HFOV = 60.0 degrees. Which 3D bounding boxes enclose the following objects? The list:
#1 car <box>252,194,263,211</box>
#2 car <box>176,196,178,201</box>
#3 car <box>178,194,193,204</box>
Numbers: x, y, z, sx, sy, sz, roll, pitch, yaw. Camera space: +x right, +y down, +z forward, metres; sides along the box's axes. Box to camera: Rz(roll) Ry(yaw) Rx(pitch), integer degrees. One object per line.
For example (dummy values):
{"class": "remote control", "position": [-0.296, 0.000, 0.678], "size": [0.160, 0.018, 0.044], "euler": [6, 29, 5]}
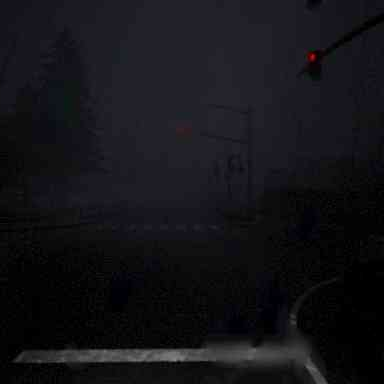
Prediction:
{"class": "car", "position": [8.886, 1.107, 36.432], "size": [4.605, 1.855, 1.932], "euler": [0, 0, -1]}
{"class": "car", "position": [-2.164, 1.255, 71.242], "size": [1.812, 1.442, 4.674], "euler": [0, 0, -13]}
{"class": "car", "position": [-0.876, 1.456, 61.058], "size": [2.033, 1.411, 5.357], "euler": [0, 0, -7]}
